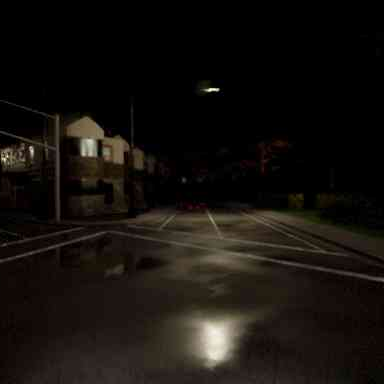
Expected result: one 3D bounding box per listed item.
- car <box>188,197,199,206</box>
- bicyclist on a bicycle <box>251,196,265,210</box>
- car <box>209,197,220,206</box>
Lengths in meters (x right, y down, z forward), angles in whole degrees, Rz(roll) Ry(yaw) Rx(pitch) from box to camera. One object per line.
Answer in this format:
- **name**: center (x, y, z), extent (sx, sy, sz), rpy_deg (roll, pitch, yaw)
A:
- **car**: center (0.331, 1.542, 56.680), extent (2.128, 1.511, 4.902), rpy_deg (-1, 0, 1)
- **bicyclist on a bicycle**: center (7.407, 1.245, 37.483), extent (1.656, 1.620, 0.582), rpy_deg (-1, 0, 1)
- **car**: center (3.831, 1.554, 56.624), extent (2.033, 1.411, 5.357), rpy_deg (-1, 0, 1)
